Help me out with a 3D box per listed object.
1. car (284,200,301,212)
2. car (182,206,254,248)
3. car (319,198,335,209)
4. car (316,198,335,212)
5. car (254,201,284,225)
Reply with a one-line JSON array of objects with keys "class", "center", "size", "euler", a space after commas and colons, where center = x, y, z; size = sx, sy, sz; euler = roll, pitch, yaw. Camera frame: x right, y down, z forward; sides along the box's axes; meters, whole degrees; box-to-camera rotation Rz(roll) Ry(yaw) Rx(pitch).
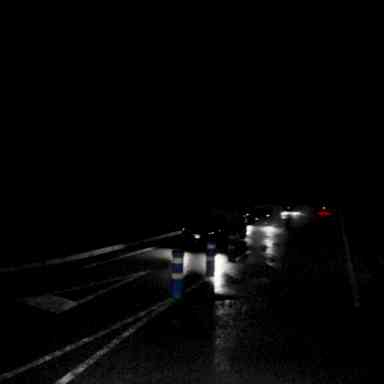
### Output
[{"class": "car", "center": [11.608, 1.593, 39.011], "size": [1.994, 1.385, 4.181], "euler": [1, 0, 24]}, {"class": "car", "center": [1.187, 1.504, 15.128], "size": [1.837, 1.490, 4.892], "euler": [1, 0, 24]}, {"class": "car", "center": [20.728, 1.719, 51.025], "size": [2.128, 1.511, 4.902], "euler": [1, 0, 24]}, {"class": "car", "center": [16.573, 1.638, 41.469], "size": [1.837, 1.490, 4.892], "euler": [1, 0, 24]}, {"class": "car", "center": [5.339, 1.556, 24.674], "size": [1.812, 1.442, 4.674], "euler": [1, 0, 24]}]
